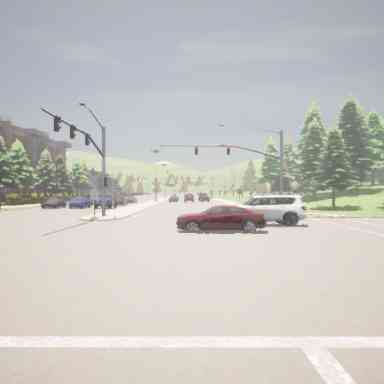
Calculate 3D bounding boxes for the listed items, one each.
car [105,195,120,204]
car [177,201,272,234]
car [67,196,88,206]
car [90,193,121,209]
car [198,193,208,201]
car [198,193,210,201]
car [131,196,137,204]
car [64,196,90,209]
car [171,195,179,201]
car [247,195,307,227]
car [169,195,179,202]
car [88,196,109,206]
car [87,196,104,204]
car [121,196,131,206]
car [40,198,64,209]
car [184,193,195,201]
[{"bbox_3d":[-15.510,1.467,64.969,1.882,1.535,5.008,0,0,0],"label":"car"},{"bbox_3d":[1.638,1.474,18.707,5.008,1.535,1.882,0,0,0],"label":"car"},{"bbox_3d":[-18.917,1.469,55.308,1.882,1.535,5.008,0,0,-1],"label":"car"},{"bbox_3d":[-11.785,1.214,45.694,2.150,2.045,5.566,0,0,-1],"label":"car"},{"bbox_3d":[2.724,1.181,83.644,2.150,2.045,5.566,0,0,-1],"label":"car"},{"bbox_3d":[2.884,1.488,73.420,1.837,1.490,4.892,0,0,-1],"label":"car"},{"bbox_3d":[-12.023,1.536,65.668,2.033,1.411,5.357,0,0,0],"label":"car"},{"bbox_3d":[-15.281,1.470,45.510,1.882,1.535,5.008,0,0,-1],"label":"car"},{"bbox_3d":[-4.274,1.474,83.493,1.812,1.442,4.674,0,0,-1],"label":"car"},{"bbox_3d":[4.746,1.217,22.230,5.566,2.045,2.150,0,0,0],"label":"car"},{"bbox_3d":[-4.108,1.528,72.875,2.033,1.411,5.357,0,0,-1],"label":"car"},{"bbox_3d":[-15.415,1.482,54.915,2.128,1.511,4.902,0,0,-1],"label":"car"},{"bbox_3d":[-19.008,1.494,65.741,1.837,1.490,4.892,0,0,-1],"label":"car"},{"bbox_3d":[-11.920,1.496,55.373,1.837,1.490,4.892,0,0,-1],"label":"car"},{"bbox_3d":[-18.783,1.540,45.577,2.033,1.411,5.357,0,0,-1],"label":"car"},{"bbox_3d":[-0.609,1.213,72.995,2.150,2.045,5.566,0,0,-1],"label":"car"}]
